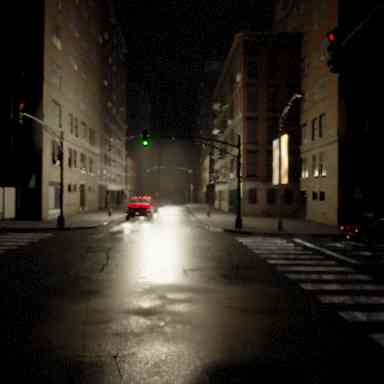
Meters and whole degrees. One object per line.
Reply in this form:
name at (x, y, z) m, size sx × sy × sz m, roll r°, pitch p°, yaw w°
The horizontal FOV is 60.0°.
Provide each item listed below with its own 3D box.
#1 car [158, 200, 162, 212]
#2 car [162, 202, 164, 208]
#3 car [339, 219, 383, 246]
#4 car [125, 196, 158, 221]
car at (-5.082, 1.789, 40.818) m, size 1.837 × 1.490 × 4.892 m, roll 0°, pitch 0°, yaw -2°
car at (-5.668, 1.987, 54.408) m, size 1.895 × 1.301 × 4.718 m, roll 0°, pitch -1°, yaw -2°
car at (10.144, 2.027, 17.047) m, size 4.718 × 1.301 × 1.895 m, roll 1°, pitch -1°, yaw -3°
car at (-4.598, 1.425, 29.924) m, size 2.150 × 2.045 × 5.566 m, roll 0°, pitch 0°, yaw -3°
